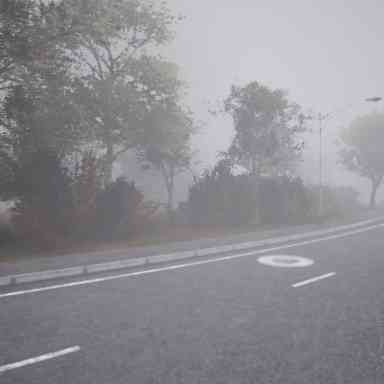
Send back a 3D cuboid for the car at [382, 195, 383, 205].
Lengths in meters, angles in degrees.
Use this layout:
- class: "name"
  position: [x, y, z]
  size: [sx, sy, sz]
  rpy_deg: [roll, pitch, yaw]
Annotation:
- class: "car"
  position: [36.714, 1.388, 61.352]
  size: [2.150, 2.045, 5.566]
  rpy_deg: [0, 0, 19]
